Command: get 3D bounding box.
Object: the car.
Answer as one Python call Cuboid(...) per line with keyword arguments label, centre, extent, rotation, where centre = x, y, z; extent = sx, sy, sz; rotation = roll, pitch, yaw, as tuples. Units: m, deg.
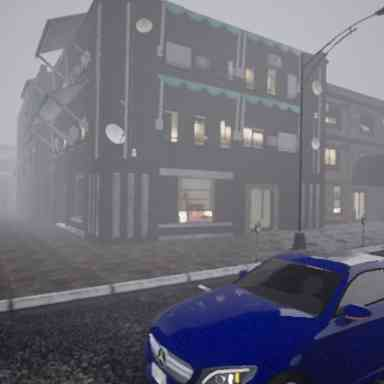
Cuboid(label="car", centre=(1.686, 1.551, 4.425), extent=(4.674, 1.442, 1.812), rotation=(0, 0, -30))
